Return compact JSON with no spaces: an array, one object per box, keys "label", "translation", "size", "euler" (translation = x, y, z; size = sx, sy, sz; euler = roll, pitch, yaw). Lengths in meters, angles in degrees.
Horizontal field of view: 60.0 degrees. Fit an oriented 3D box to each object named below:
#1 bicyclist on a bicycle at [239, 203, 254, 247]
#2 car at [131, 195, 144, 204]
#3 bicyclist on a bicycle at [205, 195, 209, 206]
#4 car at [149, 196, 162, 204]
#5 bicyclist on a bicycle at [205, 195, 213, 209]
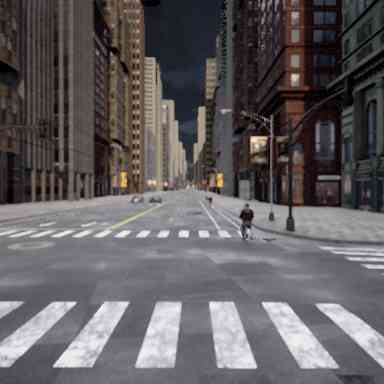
[{"label":"bicyclist on a bicycle","translation":[2.268,1.335,13.929],"size":[0.659,1.776,1.843],"euler":[0,0,0]},{"label":"car","translation":[-9.724,1.289,59.782],"size":[2.128,1.511,4.902],"euler":[0,0,0]},{"label":"bicyclist on a bicycle","translation":[2.272,1.285,51.523],"size":[0.582,1.620,1.656],"euler":[0,0,0]},{"label":"car","translation":[-6.474,1.361,59.782],"size":[1.994,1.385,4.181],"euler":[0,0,0]},{"label":"bicyclist on a bicycle","translation":[2.268,1.240,41.392],"size":[0.659,1.776,1.843],"euler":[0,0,0]}]
